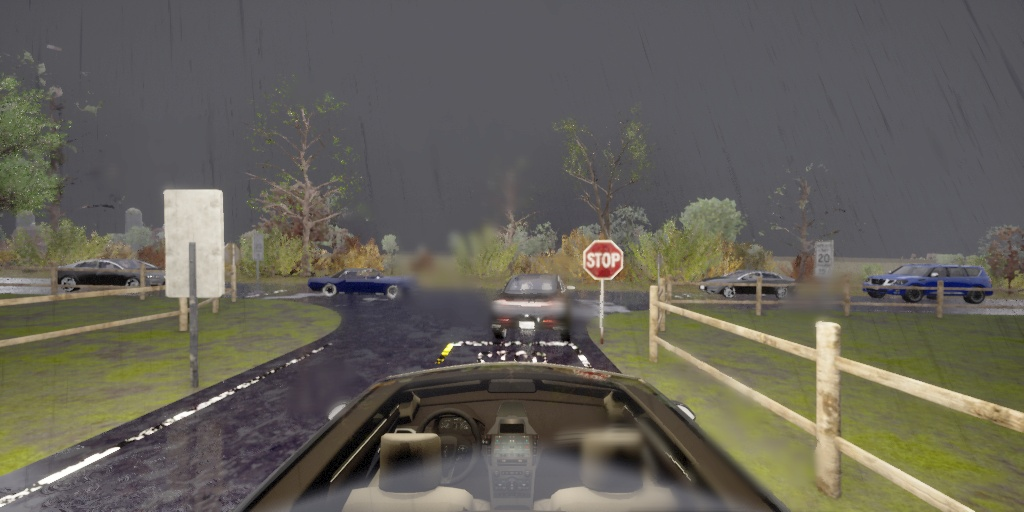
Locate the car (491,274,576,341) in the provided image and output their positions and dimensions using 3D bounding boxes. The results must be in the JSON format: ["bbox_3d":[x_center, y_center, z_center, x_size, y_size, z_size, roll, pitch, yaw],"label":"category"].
[{"bbox_3d":[0.709,1.238,9.914,2.128,1.511,4.902,0,0,9],"label":"car"}]

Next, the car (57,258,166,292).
[{"bbox_3d":[-18.486,0.882,16.966,4.902,1.511,2.128,1,1,0],"label":"car"}]

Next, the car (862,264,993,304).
[{"bbox_3d":[22.904,1.463,19.856,5.566,2.045,2.150,1,1,0],"label":"car"}]

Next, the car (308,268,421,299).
[{"bbox_3d":[-6.818,1.245,16.947,4.718,1.301,1.895,1,1,0],"label":"car"}]

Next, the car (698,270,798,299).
[{"bbox_3d":[13.009,1.521,19.870,4.902,1.511,2.128,1,1,0],"label":"car"}]
